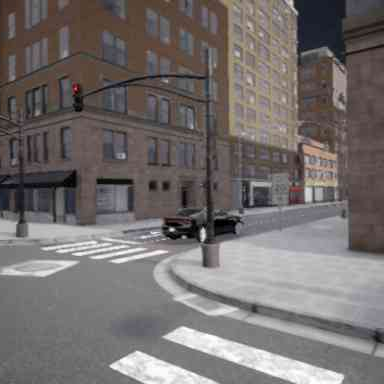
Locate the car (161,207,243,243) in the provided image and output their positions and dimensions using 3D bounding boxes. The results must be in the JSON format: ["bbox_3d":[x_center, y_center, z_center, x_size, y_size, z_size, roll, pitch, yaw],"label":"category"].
[{"bbox_3d":[0.651,1.442,16.119,1.882,1.535,5.008,-1,0,37],"label":"car"}]
